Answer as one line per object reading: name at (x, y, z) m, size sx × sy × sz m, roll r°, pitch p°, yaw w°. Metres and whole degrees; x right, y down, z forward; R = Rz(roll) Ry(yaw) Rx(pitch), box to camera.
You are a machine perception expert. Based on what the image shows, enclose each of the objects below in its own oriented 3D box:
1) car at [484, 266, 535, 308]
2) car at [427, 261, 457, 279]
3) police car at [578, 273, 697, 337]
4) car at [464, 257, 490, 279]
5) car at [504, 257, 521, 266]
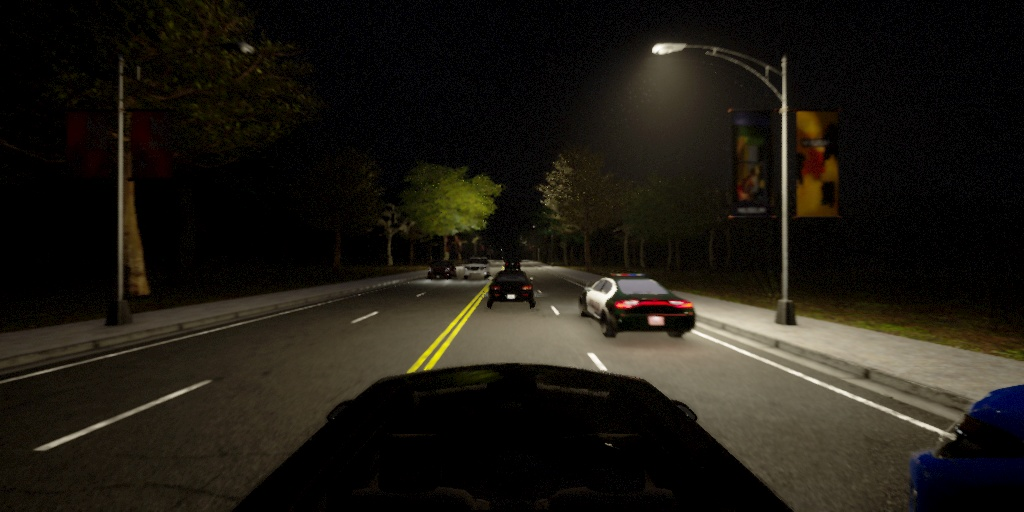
car at (-0.027, 1.329, 15.464) m, size 1.812 × 1.442 × 4.674 m, roll 0°, pitch 0°, yaw 0°
car at (-6.521, 1.230, 33.880) m, size 2.097 × 1.767 × 4.553 m, roll 0°, pitch 0°, yaw 0°
police car at (3.246, 1.288, 10.482) m, size 2.038 × 1.542 × 4.974 m, roll 0°, pitch 0°, yaw 0°
car at (-3.265, 1.100, 34.409) m, size 2.150 × 2.045 × 5.566 m, roll 0°, pitch 0°, yaw 0°
car at (0.078, 1.162, 48.407) m, size 2.150 × 2.045 × 5.566 m, roll 0°, pitch 0°, yaw 0°
